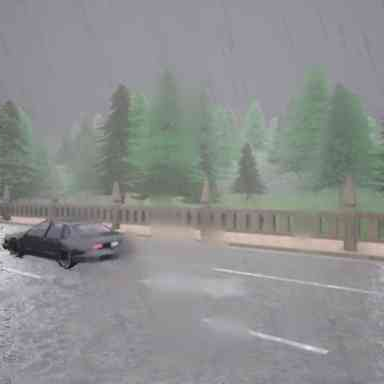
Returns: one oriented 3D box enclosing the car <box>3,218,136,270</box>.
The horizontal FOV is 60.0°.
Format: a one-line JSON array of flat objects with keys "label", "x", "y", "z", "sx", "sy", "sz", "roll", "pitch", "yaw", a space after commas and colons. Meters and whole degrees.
[{"label": "car", "x": -4.304, "y": 1.602, "z": 11.292, "sx": 5.357, "sy": 1.411, "sz": 2.033, "roll": 0, "pitch": 0, "yaw": 36}]
